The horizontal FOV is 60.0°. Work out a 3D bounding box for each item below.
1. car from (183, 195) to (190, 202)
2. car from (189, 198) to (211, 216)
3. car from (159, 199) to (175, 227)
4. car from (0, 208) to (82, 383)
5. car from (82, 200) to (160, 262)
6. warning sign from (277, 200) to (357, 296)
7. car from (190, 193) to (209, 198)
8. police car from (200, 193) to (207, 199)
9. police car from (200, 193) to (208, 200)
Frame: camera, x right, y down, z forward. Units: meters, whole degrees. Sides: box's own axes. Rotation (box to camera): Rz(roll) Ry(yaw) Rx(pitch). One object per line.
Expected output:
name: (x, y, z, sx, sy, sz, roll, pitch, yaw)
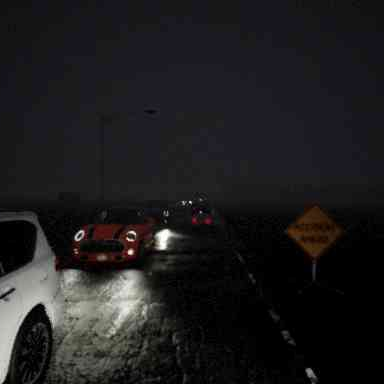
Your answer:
car: (-0.917, 1.288, 71.648, 1.812, 1.442, 4.674, 0, 0, 1)
car: (0.870, 1.542, 32.355, 1.895, 1.301, 4.718, 0, 0, 2)
car: (-2.295, 1.303, 21.975, 2.097, 1.767, 4.553, 0, 0, 1)
car: (-2.820, 1.203, 2.191, 2.150, 2.045, 5.566, 0, 0, 1)
car: (-2.569, 1.321, 11.923, 2.097, 1.767, 4.553, 0, 0, 2)
warning sign: (2.617, 1.119, 7.123, 1.300, 1.860, 1.060, 1, 1, 1)
car: (1.243, 1.117, 46.843, 2.150, 2.045, 5.566, 0, 0, 2)
police car: (3.195, 1.117, 92.253, 1.930, 1.638, 5.238, 0, 0, 1)
police car: (2.935, 1.172, 82.257, 1.930, 1.638, 5.238, 0, 0, 1)
